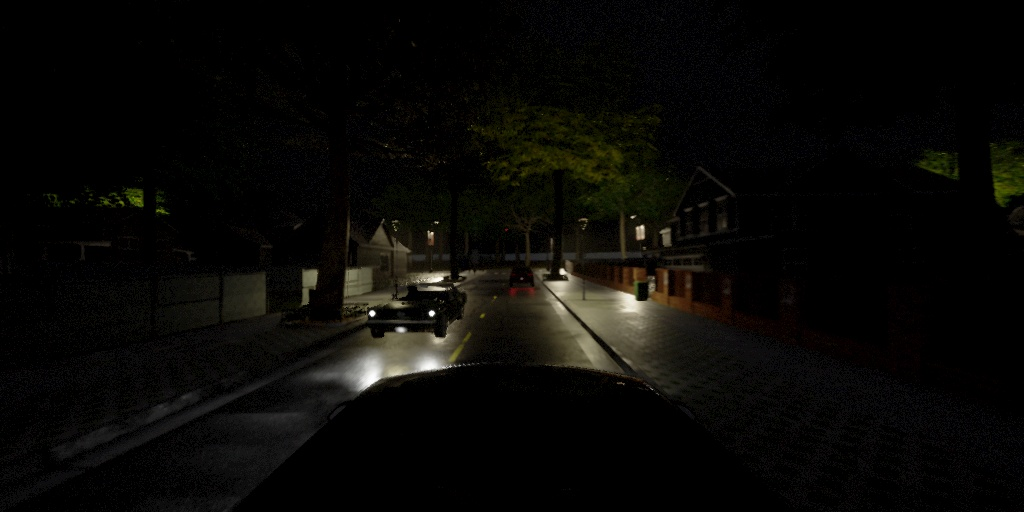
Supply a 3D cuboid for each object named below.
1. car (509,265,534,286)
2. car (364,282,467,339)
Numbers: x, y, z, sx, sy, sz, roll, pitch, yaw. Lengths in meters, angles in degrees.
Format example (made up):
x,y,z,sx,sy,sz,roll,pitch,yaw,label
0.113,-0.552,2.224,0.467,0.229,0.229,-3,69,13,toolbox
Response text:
x,y,z,sx,sy,sz,roll,pitch,yaw,label
0.787,1.554,29.056,1.882,1.535,5.008,0,0,1,car
-2.596,1.491,10.767,1.895,1.301,4.718,0,-1,1,car
